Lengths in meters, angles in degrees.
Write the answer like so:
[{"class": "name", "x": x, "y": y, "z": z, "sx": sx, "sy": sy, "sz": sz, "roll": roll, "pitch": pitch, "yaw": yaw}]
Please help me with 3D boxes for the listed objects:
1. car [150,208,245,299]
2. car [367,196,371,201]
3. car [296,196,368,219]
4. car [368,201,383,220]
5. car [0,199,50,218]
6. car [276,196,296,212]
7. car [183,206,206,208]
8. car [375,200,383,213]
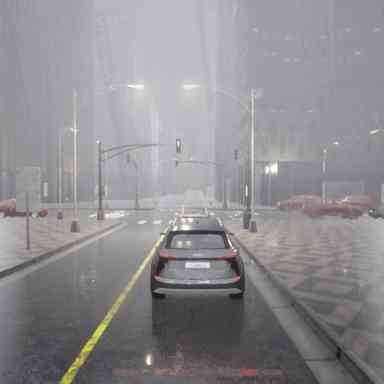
[{"class": "car", "x": 0.126, "y": 1.428, "z": 8.434, "sx": 2.033, "sy": 1.649, "sz": 4.856, "roll": 0, "pitch": 0, "yaw": 1}, {"class": "car", "x": 17.831, "y": 1.352, "z": 37.732, "sx": 5.009, "sy": 1.841, "sz": 2.192, "roll": 0, "pitch": 1, "yaw": 0}, {"class": "car", "x": 12.184, "y": 1.462, "z": 29.203, "sx": 5.009, "sy": 1.841, "sz": 2.192, "roll": 0, "pitch": 1, "yaw": 0}, {"class": "car", "x": 17.827, "y": 1.741, "z": 29.211, "sx": 4.313, "sy": 1.339, "sz": 1.947, "roll": 0, "pitch": 1, "yaw": 0}, {"class": "car", "x": -14.857, "y": 1.566, "z": 29.183, "sx": 4.507, "sy": 1.381, "sz": 1.887, "roll": 0, "pitch": 1, "yaw": 0}, {"class": "car", "x": 12.188, "y": 1.324, "z": 37.727, "sx": 5.009, "sy": 1.841, "sz": 2.192, "roll": 0, "pitch": 1, "yaw": 0}, {"class": "car", "x": 0.133, "y": 1.507, "z": 17.521, "sx": 1.837, "sy": 1.490, "sz": 4.892, "roll": 0, "pitch": 0, "yaw": 0}, {"class": "car", "x": 23.472, "y": 1.633, "z": 37.739, "sx": 4.313, "sy": 1.339, "sz": 1.947, "roll": 0, "pitch": 1, "yaw": 0}]
